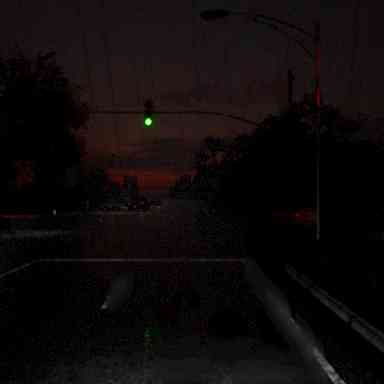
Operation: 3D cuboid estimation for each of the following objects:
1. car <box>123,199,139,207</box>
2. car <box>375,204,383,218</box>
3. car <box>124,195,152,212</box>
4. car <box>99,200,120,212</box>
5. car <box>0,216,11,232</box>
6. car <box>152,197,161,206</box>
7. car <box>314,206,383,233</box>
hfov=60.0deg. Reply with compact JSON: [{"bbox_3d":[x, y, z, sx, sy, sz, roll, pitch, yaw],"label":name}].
[{"bbox_3d":[-10.605,1.907,58.338,1.994,1.385,4.181,0,0,0],"label":"car"},{"bbox_3d":[20.042,1.798,31.244,4.718,1.301,1.895,0,0,-3],"label":"car"},{"bbox_3d":[-7.078,1.491,44.156,2.150,2.045,5.566,0,1,0],"label":"car"},{"bbox_3d":[-10.572,1.795,42.999,1.812,1.442,4.674,0,0,0],"label":"car"},{"bbox_3d":[-12.974,1.609,18.780,5.008,1.535,1.882,0,0,-3],"label":"car"},{"bbox_3d":[-7.141,1.706,63.484,2.097,1.767,4.553,0,0,-1],"label":"car"},{"bbox_3d":[9.917,1.621,20.062,4.902,1.511,2.128,0,0,-3],"label":"car"}]
